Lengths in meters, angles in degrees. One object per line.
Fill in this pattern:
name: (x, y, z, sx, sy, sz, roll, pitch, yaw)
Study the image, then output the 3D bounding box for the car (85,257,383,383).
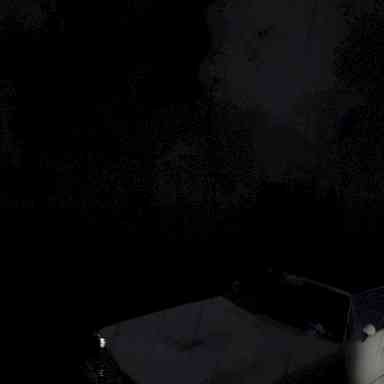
car: (1.293, 1.576, 3.912, 4.718, 1.301, 1.895, 0, 0, -35)
